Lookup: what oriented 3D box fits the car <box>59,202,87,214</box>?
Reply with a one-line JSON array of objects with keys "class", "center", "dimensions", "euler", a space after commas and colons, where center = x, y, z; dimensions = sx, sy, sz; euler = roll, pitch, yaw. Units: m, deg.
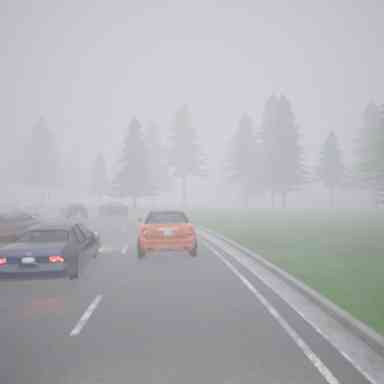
[{"class": "car", "center": [-11.446, 1.733, 31.938], "dimensions": [1.837, 1.490, 4.892], "euler": [1, -1, -32]}]

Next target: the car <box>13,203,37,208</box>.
[{"class": "car", "center": [-16.790, 1.794, 33.458], "dimensions": [1.812, 1.442, 4.674], "euler": [0, -1, -38]}]

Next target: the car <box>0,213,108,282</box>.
[{"class": "car", "center": [-4.046, 1.623, 10.103], "dimensions": [2.033, 1.411, 5.357], "euler": [0, 0, -7]}]

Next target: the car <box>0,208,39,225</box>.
[{"class": "car", "center": [-8.640, 1.697, 16.079], "dimensions": [1.994, 1.385, 4.181], "euler": [0, 0, -11]}]

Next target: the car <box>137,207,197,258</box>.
[{"class": "car", "center": [-1.115, 1.425, 13.436], "dimensions": [2.097, 1.767, 4.553], "euler": [0, 0, -8]}]

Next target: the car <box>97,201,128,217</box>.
[{"class": "car", "center": [-8.097, 1.694, 33.739], "dimensions": [1.882, 1.535, 5.008], "euler": [0, -1, -32]}]
